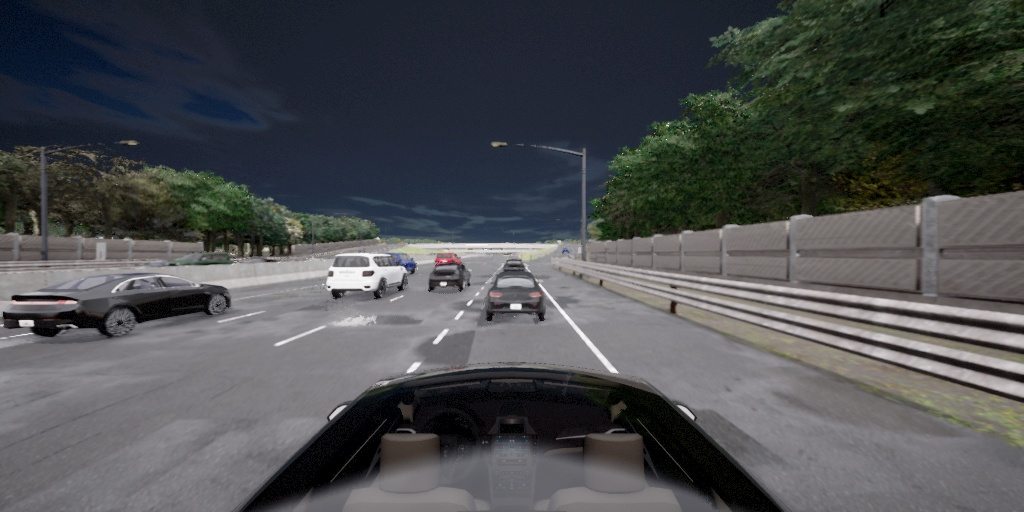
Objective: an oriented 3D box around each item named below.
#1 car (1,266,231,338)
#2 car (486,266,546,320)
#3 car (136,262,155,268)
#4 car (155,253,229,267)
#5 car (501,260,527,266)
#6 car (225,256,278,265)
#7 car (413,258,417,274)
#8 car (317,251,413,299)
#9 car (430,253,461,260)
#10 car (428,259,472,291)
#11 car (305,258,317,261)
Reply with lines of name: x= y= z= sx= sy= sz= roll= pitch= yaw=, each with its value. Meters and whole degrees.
car: x=-10.392 y=1.215 z=10.106 sx=2.128 sy=1.511 sz=4.902 roll=0 pitch=0 yaw=0
car: x=0.111 y=1.235 z=12.339 sx=1.812 sy=1.442 sz=4.674 roll=0 pitch=0 yaw=0
car: x=-31.478 y=0.997 z=32.836 sx=2.128 sy=1.511 sz=4.902 roll=0 pitch=0 yaw=1
car: x=-27.986 y=0.734 z=32.194 sx=2.150 sy=2.045 sz=5.566 roll=0 pitch=0 yaw=1
car: x=0.181 y=1.032 z=30.532 sx=1.837 sy=1.490 sz=4.892 roll=0 pitch=1 yaw=0
car: x=-24.458 y=0.994 z=34.481 sx=1.837 sy=1.490 sz=4.892 roll=0 pitch=0 yaw=1
car: x=-10.310 y=0.730 z=32.332 sx=2.150 sy=2.045 sz=5.566 roll=0 pitch=1 yaw=0
car: x=-6.876 y=0.883 z=17.647 sx=2.150 sy=2.045 sz=5.566 roll=0 pitch=1 yaw=0
car: x=-6.770 y=0.669 z=38.212 sx=2.150 sy=2.045 sz=5.566 roll=0 pitch=1 yaw=0
car: x=-3.466 y=1.136 z=20.591 sx=1.837 sy=1.490 sz=4.892 roll=0 pitch=1 yaw=0
car: x=-20.910 y=0.978 z=37.813 sx=1.812 sy=1.442 sz=4.674 roll=0 pitch=0 yaw=1
